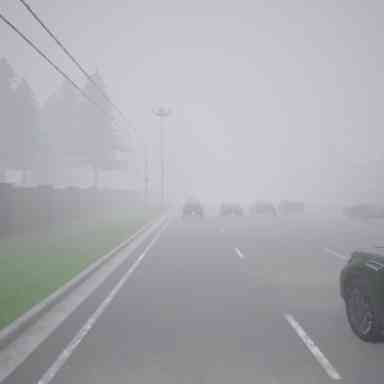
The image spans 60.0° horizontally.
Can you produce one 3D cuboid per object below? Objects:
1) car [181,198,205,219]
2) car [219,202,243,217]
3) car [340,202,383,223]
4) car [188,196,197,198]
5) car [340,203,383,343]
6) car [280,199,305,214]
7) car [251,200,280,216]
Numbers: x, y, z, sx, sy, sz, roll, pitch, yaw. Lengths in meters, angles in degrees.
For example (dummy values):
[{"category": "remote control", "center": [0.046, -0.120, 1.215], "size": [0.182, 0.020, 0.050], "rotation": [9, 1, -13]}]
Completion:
[{"category": "car", "center": [0.093, 1.518, 29.305], "size": [1.837, 1.490, 4.892], "rotation": [0, -1, 0]}, {"category": "car", "center": [3.593, 1.620, 31.637], "size": [1.895, 1.301, 4.718], "rotation": [0, 0, 0]}, {"category": "car", "center": [14.093, 1.564, 26.765], "size": [2.033, 1.411, 5.357], "rotation": [0, 0, 0]}, {"category": "car", "center": [0.091, 1.378, 45.810], "size": [2.097, 1.767, 4.553], "rotation": [0, 0, 0]}, {"category": "car", "center": [3.599, 1.225, 3.304], "size": [2.150, 2.045, 5.566], "rotation": [0, 0, 0]}, {"category": "car", "center": [10.591, 1.499, 35.990], "size": [1.882, 1.535, 5.008], "rotation": [0, 0, 0]}, {"category": "car", "center": [7.086, 1.545, 33.243], "size": [1.812, 1.442, 4.674], "rotation": [0, 0, 0]}]
